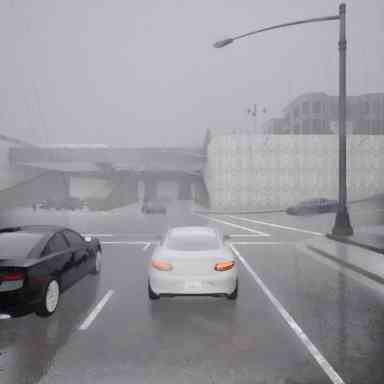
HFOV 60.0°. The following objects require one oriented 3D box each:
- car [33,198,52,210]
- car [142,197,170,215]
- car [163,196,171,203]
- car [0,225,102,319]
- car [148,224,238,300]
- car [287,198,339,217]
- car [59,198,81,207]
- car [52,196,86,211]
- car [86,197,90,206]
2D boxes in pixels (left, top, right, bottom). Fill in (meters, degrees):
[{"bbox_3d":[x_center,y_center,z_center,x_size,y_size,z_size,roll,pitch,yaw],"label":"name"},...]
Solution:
[{"bbox_3d":[-18.650,1.491,42.582,2.128,1.511,4.902,0,0,-2],"label":"car"},{"bbox_3d":[-3.864,1.564,33.928,1.994,1.385,4.181,0,0,-16],"label":"car"},{"bbox_3d":[-5.303,1.526,69.103,1.812,1.442,4.674,0,0,-1],"label":"car"},{"bbox_3d":[-3.479,1.478,7.492,1.882,1.535,5.008,0,0,0],"label":"car"},{"bbox_3d":[0.015,1.526,8.292,1.812,1.442,4.674,0,0,0],"label":"car"},{"bbox_3d":[9.891,1.209,27.118,4.181,1.385,1.994,-6,0,-1],"label":"car"},{"bbox_3d":[-18.962,1.601,51.840,1.895,1.301,4.718,0,0,-2],"label":"car"},{"bbox_3d":[-15.091,1.352,41.047,2.097,1.767,4.553,0,0,-2],"label":"car"},{"bbox_3d":[-15.404,1.491,50.147,2.128,1.511,4.902,0,0,-2],"label":"car"}]
